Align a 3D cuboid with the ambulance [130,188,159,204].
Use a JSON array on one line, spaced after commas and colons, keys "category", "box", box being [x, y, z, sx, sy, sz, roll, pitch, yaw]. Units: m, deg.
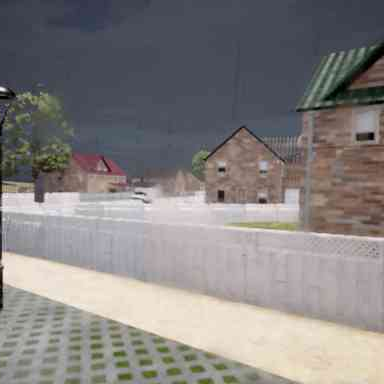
[{"category": "ambulance", "box": [-7.300, 0.614, 51.191, 2.351, 2.431, 6.366, 2, 1, 19]}]
